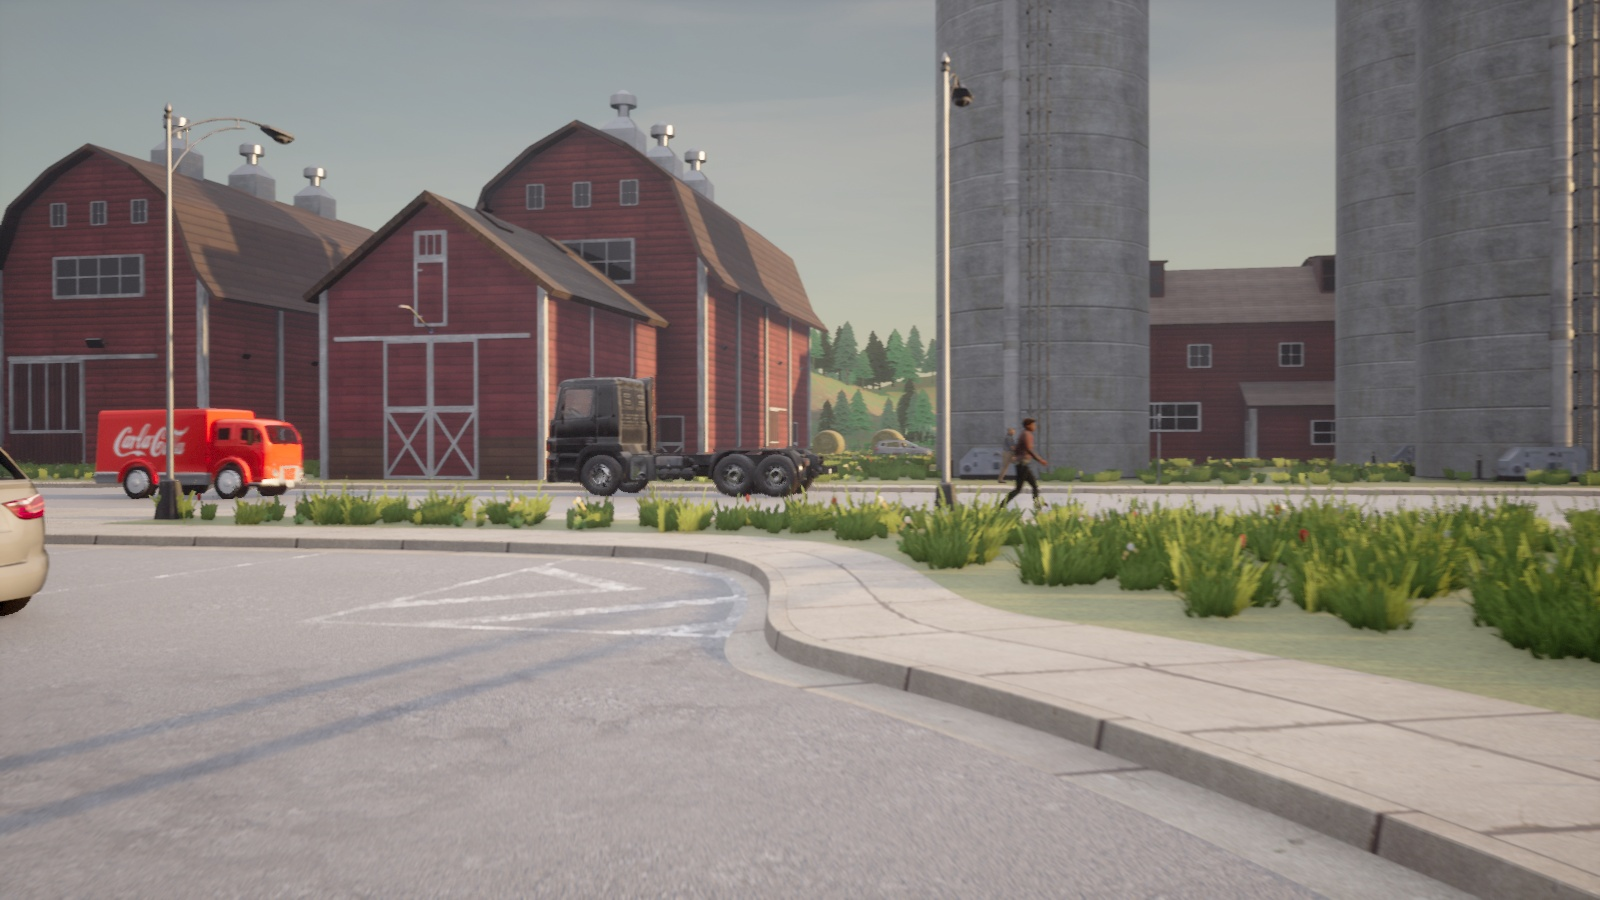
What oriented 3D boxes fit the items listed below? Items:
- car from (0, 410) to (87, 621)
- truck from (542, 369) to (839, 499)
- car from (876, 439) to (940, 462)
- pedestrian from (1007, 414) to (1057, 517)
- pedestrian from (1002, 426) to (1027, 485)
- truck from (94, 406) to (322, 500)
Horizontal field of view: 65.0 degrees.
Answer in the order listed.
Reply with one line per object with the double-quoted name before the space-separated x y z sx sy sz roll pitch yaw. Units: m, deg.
"car" -8.611 0.535 10.346 4.611 1.667 2.242 0 0 19
"truck" -3.040 -0.438 35.792 7.936 3.462 2.891 0 0 11
"car" 8.120 0.017 94.156 4.611 1.667 2.242 0 0 11
"pedestrian" 4.101 0.271 22.230 0.869 1.805 0.328 0 0 11
"pedestrian" 6.748 0.164 39.488 0.694 1.848 0.540 0 0 20
"truck" -16.400 0.073 34.931 5.204 2.467 2.627 0 0 11
